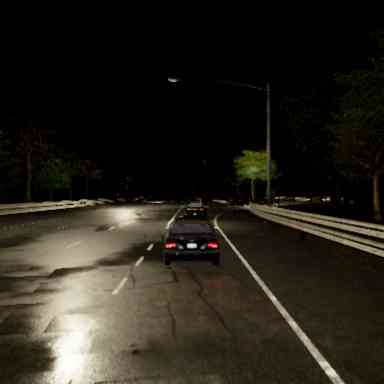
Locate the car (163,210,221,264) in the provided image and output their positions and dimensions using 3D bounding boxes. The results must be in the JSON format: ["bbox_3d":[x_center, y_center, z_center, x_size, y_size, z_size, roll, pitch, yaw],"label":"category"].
[{"bbox_3d":[-0.008,1.625,12.160,2.033,1.411,5.357,0,0,0],"label":"car"}]

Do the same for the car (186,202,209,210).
[{"bbox_3d":[0.487,1.683,30.395,2.128,1.511,4.902,0,0,6],"label":"car"}]

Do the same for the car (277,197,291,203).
[{"bbox_3d":[21.815,1.978,79.124,1.812,1.442,4.674,0,0,45],"label":"car"}]

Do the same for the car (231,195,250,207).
[{"bbox_3d":[8.686,1.591,59.534,2.150,2.045,5.566,0,0,26],"label":"car"}]
